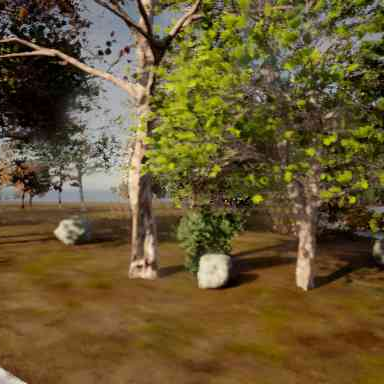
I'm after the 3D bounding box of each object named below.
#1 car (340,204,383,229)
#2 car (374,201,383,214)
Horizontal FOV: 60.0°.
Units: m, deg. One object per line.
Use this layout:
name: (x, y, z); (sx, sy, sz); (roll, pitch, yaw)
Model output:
car: (10.663, 1.505, 19.582); (1.882, 1.535, 5.008); (0, 0, -3)
car: (22.837, 1.695, 37.054); (4.181, 1.385, 1.994); (1, 0, -10)
